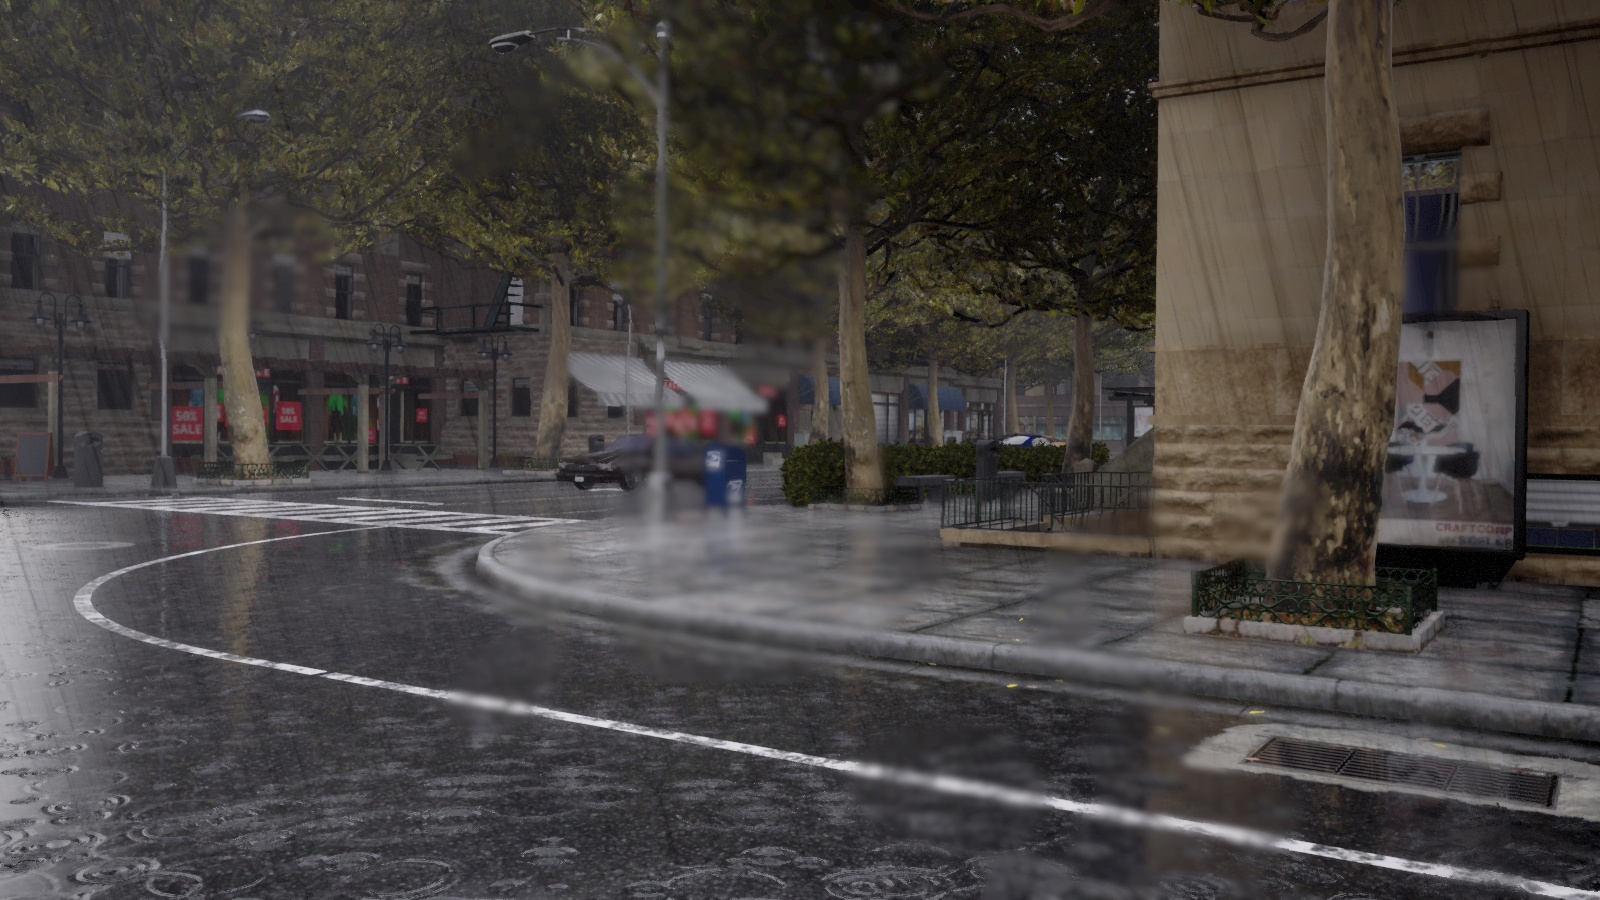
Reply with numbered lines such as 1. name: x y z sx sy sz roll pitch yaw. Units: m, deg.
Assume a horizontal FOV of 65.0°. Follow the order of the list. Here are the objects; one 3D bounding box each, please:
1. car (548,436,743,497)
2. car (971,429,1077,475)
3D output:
1. car: -3.879 0.368 32.640 2.033 1.411 5.357 0 1 33
2. car: 7.994 0.030 44.413 1.882 1.535 5.008 0 1 33
